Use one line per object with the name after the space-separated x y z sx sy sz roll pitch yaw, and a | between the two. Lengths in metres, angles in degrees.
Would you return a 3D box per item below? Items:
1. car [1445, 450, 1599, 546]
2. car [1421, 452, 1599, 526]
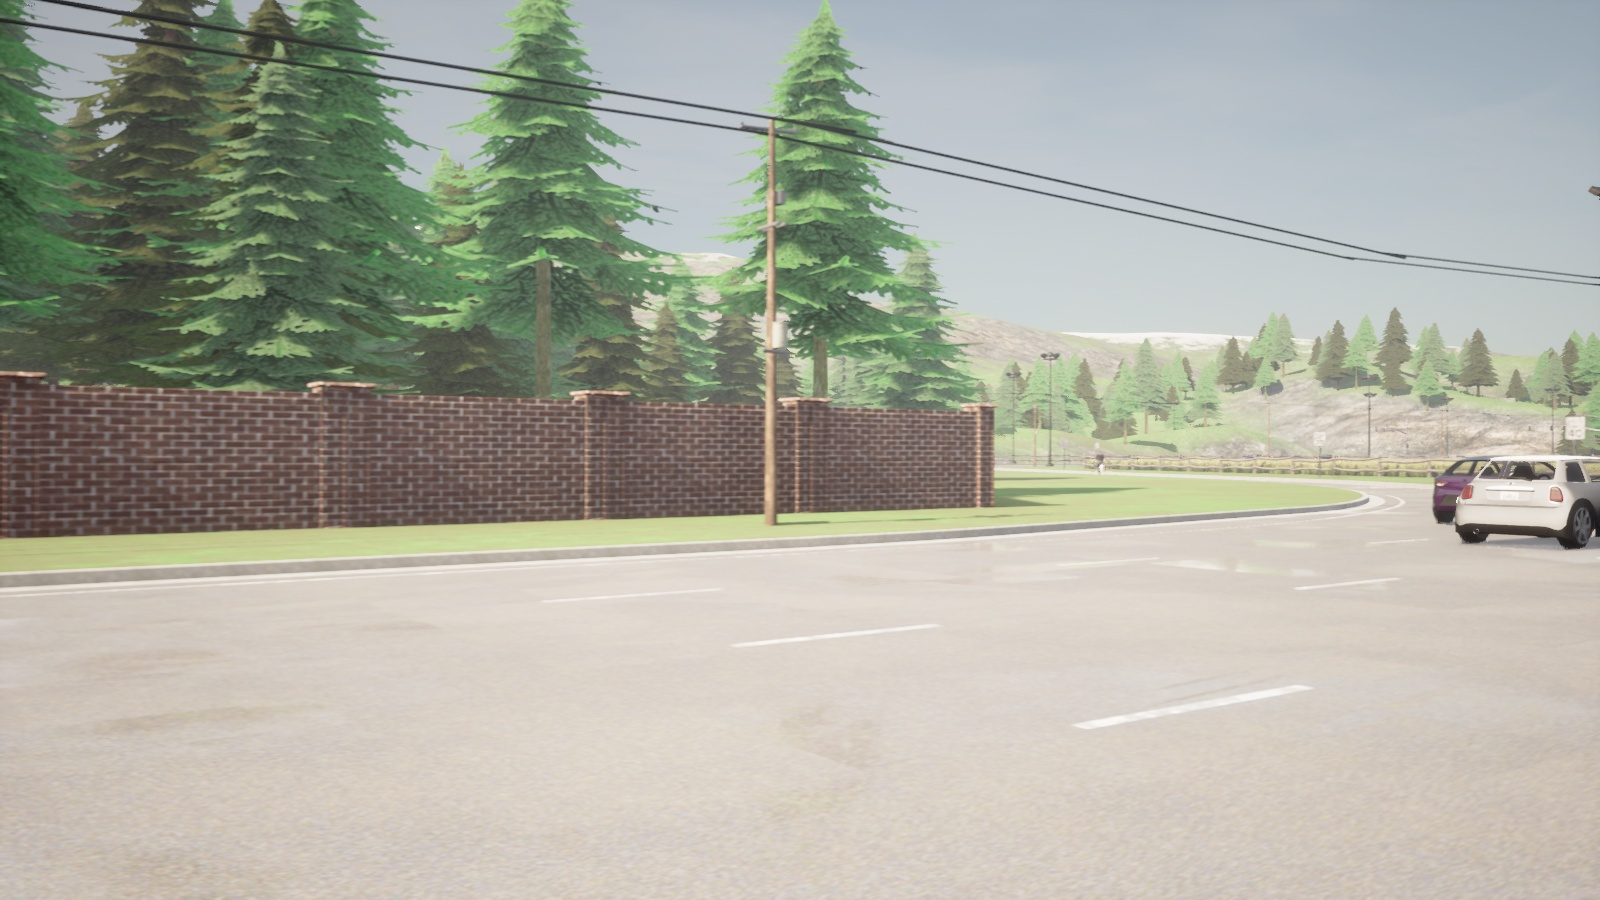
12.820 0.732 21.110 3.806 1.475 1.970 0 0 -35 | car
15.492 0.789 27.234 4.193 1.474 1.816 0 0 -35 | car
